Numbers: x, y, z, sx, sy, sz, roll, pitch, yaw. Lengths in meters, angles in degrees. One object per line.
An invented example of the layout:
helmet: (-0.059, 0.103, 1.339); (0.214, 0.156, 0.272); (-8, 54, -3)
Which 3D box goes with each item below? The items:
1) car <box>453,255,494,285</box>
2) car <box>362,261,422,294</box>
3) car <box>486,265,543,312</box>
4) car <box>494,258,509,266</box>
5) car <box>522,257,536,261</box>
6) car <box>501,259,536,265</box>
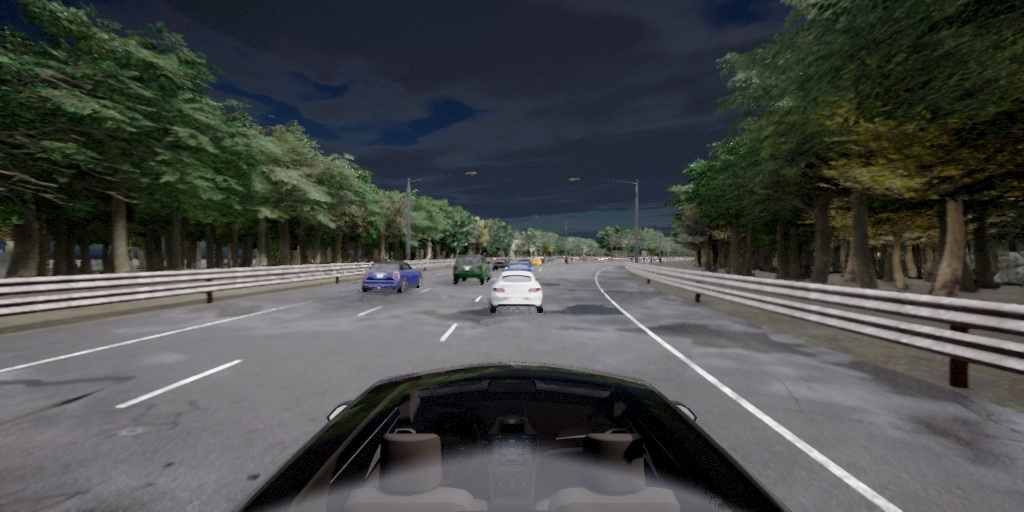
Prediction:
car: (-2.851, 0.936, 26.326); (2.150, 2.045, 5.566); (0, 0, 2)
car: (-6.601, 1.061, 20.271); (2.097, 1.767, 4.553); (1, 0, 2)
car: (0.183, 1.273, 14.048); (1.812, 1.442, 4.674); (0, 0, 1)
car: (-1.374, 1.165, 47.924); (1.837, 1.490, 4.892); (0, 0, 5)
car: (1.456, 1.197, 41.263); (1.837, 1.490, 4.892); (0, 0, 4)
car: (0.514, 1.210, 25.536); (1.882, 1.535, 5.008); (0, 0, 2)
